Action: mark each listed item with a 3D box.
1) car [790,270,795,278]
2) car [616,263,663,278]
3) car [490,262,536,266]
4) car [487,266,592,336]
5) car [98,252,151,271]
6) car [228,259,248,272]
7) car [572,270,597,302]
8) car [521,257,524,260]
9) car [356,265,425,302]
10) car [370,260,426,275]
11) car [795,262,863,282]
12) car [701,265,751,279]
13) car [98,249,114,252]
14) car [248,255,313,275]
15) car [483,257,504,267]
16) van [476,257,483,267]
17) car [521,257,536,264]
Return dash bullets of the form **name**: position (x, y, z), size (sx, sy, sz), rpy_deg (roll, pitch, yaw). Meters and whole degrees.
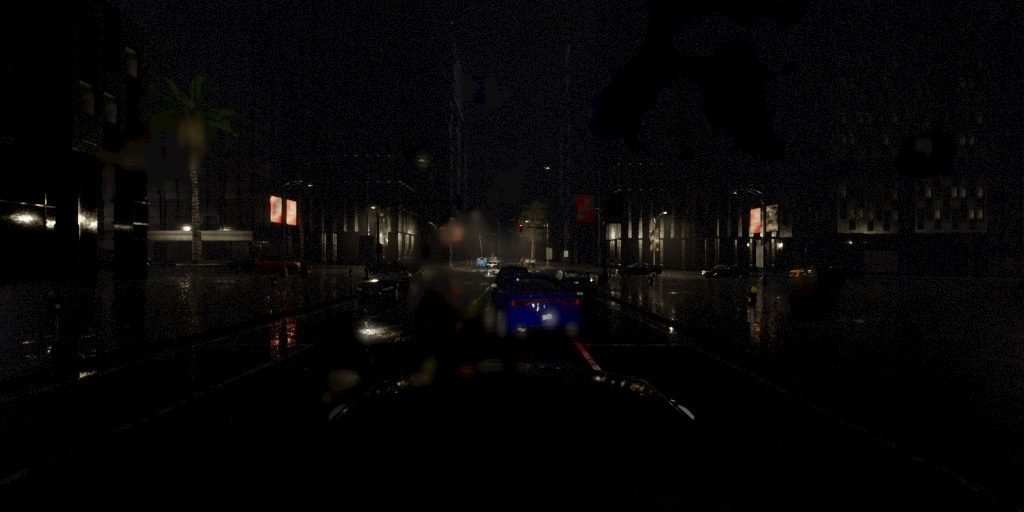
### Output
- **car**: position (35.436, 1.934, 42.083), size (5.008, 1.535, 1.882), rpy_deg (1, 0, 0)
- **car**: position (13.768, 1.532, 38.913), size (4.902, 1.511, 2.128), rpy_deg (1, 0, -1)
- **car**: position (0.077, 1.257, 18.019), size (1.837, 1.490, 4.892), rpy_deg (0, 0, 0)
- **car**: position (0.473, 1.228, 10.484), size (1.882, 1.535, 5.008), rpy_deg (0, 0, -8)
- **car**: position (-35.604, 0.673, 32.426), size (4.674, 1.442, 1.812), rpy_deg (1, 0, 0)
- **car**: position (-25.246, 0.933, 35.630), size (4.718, 1.301, 1.895), rpy_deg (1, 0, 0)
- **car**: position (2.772, 1.302, 16.810), size (2.007, 1.370, 4.403), rpy_deg (0, 0, 0)
- **car**: position (3.042, 1.297, 64.675), size (1.751, 1.417, 4.829), rpy_deg (0, 0, 1)
- **car**: position (-5.753, 1.302, 16.818), size (2.007, 1.370, 4.403), rpy_deg (0, 0, 0)
- **car**: position (-9.794, 1.166, 31.653), size (4.181, 1.385, 1.994), rpy_deg (1, -1, 9)
- **car**: position (34.582, 1.656, 38.841), size (5.566, 2.045, 2.150), rpy_deg (1, 0, 0)
- **car**: position (23.187, 1.708, 38.892), size (4.902, 1.511, 2.128), rpy_deg (1, 0, 0)
- **car**: position (-39.401, 0.312, 35.695), size (5.566, 2.045, 2.150), rpy_deg (1, 0, 1)
- **car**: position (-20.565, 0.760, 32.360), size (4.553, 1.767, 2.097), rpy_deg (1, 0, 0)
- **car**: position (-2.874, 1.258, 56.181), size (2.128, 1.511, 4.902), rpy_deg (0, 0, 2)
- **van**: position (-5.484, 1.112, 64.586), size (1.690, 1.789, 3.998), rpy_deg (0, 0, 1)
- **car**: position (2.987, 1.319, 58.993), size (2.007, 1.370, 4.403), rpy_deg (0, 0, 1)
